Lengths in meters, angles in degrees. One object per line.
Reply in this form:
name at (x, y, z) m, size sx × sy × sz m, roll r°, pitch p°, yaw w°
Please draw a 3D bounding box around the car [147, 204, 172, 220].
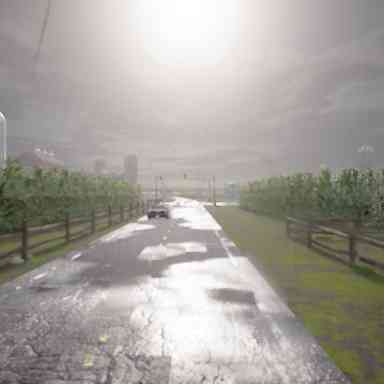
car at (-2.825, 1.709, 29.351) m, size 1.895 × 1.301 × 4.718 m, roll 0°, pitch 0°, yaw 0°
